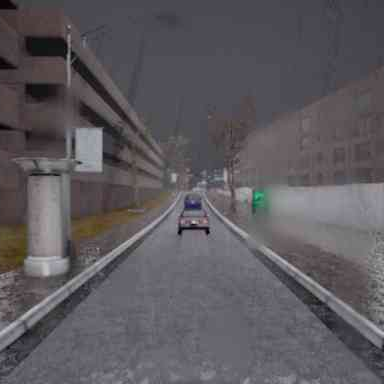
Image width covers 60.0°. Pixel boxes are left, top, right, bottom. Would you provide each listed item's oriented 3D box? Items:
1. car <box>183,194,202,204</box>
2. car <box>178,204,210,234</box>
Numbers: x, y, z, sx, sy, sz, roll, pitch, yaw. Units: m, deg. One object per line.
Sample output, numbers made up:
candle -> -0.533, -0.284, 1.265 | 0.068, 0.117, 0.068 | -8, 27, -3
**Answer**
car -> 0.100, 1.236, 41.754 | 2.150, 2.045, 5.566 | 0, 1, 0
car -> 0.100, 1.679, 20.286 | 2.033, 1.411, 5.357 | 0, 0, 0
